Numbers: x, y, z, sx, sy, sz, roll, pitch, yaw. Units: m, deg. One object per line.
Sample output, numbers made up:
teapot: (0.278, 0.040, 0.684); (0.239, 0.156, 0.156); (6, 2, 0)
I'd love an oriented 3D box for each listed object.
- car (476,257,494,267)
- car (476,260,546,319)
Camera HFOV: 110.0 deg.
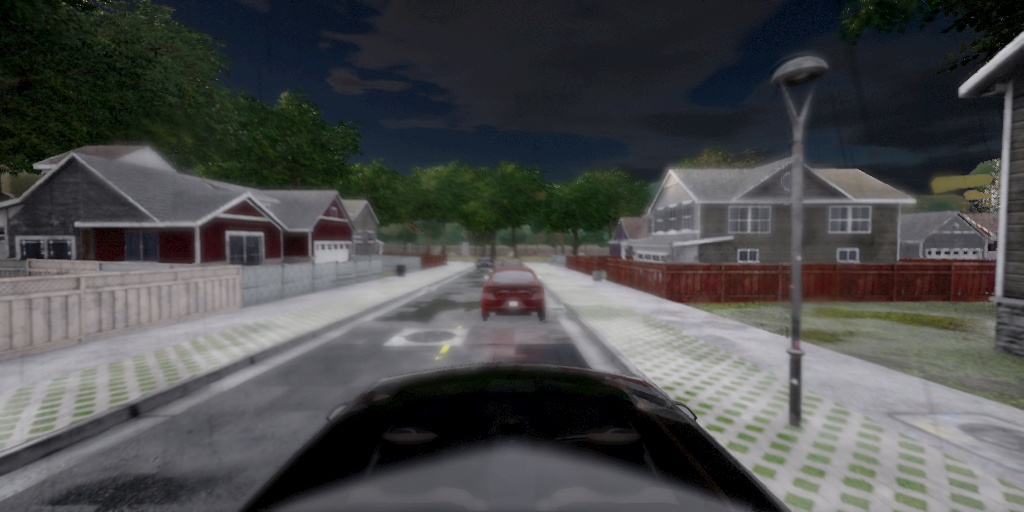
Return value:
car: (-2.919, 0.809, 40.514); (1.994, 1.385, 4.181); (0, 1, 0)
car: (0.049, 1.095, 12.122); (1.882, 1.535, 5.008); (0, 1, 0)
